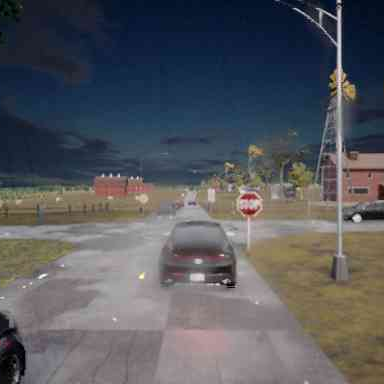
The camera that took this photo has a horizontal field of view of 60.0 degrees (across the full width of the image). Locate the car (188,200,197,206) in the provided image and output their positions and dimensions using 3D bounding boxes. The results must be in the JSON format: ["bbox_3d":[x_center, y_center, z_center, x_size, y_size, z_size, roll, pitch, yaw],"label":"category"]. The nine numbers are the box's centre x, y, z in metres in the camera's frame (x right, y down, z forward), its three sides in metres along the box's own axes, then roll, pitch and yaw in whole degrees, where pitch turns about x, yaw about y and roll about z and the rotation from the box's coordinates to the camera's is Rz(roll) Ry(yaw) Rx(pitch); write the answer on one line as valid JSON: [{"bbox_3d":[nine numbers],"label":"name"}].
[{"bbox_3d":[0.028,2.594,78.309,1.812,1.442,4.674,0,-1,0],"label":"car"}]

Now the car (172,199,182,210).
[{"bbox_3d":[-2.819,2.056,47.439,1.994,1.385,4.181,0,-1,1],"label":"car"}]

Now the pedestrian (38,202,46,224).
[{"bbox_3d":[-12.145,1.670,26.910,0.375,1.860,0.375,0,2,0],"label":"pedestrian"}]

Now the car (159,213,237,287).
[{"bbox_3d":[0.189,1.583,9.545,1.837,1.490,4.892,0,0,2],"label":"car"}]

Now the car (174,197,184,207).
[{"bbox_3d":[-2.810,2.148,57.623,2.128,1.511,4.902,0,-1,0],"label":"car"}]

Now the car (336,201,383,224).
[{"bbox_3d":[12.888,1.401,23.785,4.892,1.490,1.837,-1,1,2],"label":"car"}]

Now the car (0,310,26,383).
[{"bbox_3d":[-2.823,1.579,1.965,1.994,1.385,4.181,0,0,0],"label":"car"}]

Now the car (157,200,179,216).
[{"bbox_3d":[-2.835,1.921,37.534,1.994,1.385,4.181,0,-1,0],"label":"car"}]

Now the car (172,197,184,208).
[{"bbox_3d":[-2.738,2.072,67.939,2.150,2.045,5.566,0,-1,0],"label":"car"}]
